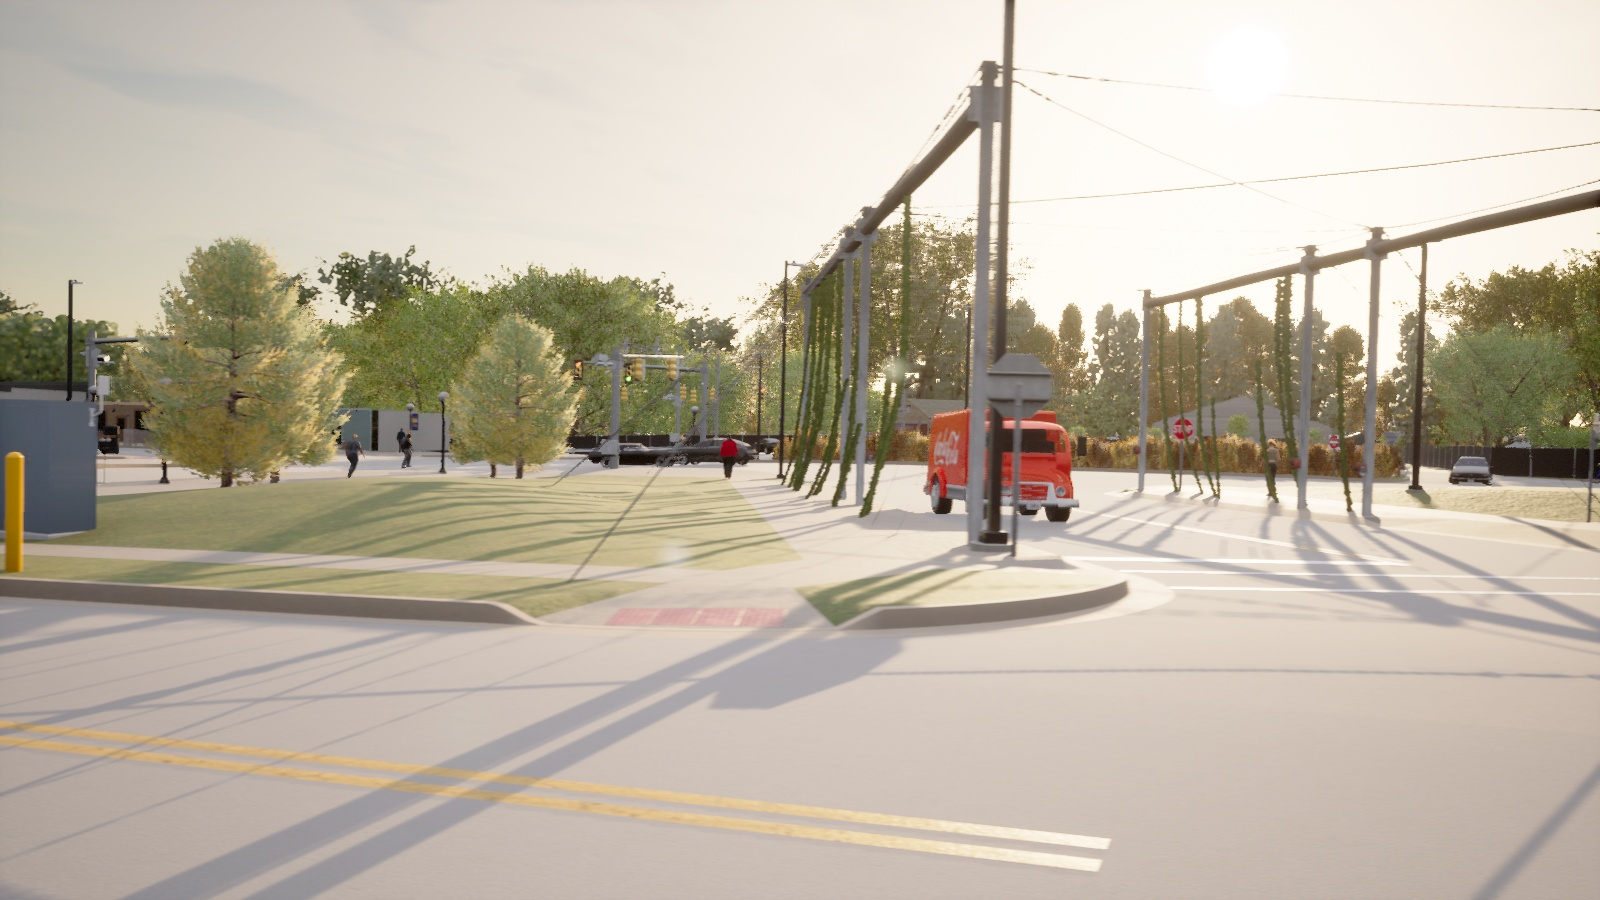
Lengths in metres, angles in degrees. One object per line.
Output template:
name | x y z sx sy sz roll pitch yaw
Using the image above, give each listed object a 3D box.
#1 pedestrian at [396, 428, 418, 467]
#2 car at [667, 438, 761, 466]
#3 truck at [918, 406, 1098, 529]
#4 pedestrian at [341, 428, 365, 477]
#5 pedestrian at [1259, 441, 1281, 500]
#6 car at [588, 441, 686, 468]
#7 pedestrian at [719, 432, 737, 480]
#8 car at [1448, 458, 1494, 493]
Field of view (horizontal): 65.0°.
pedestrian | -19.740 -0.129 63.081 0.849 1.883 0.563 2 2 16
car | -4.750 0.084 69.332 4.892 1.490 1.837 1 1 20
truck | 4.564 0.360 28.619 2.627 2.467 5.204 2 0 -7
pedestrian | -17.448 0.088 49.029 0.540 1.848 0.694 2 2 17
pedestrian | 14.947 0.659 39.943 0.345 1.836 0.594 2 2 -4
car | -8.442 0.232 65.220 4.718 1.301 1.895 0 1 7
pedestrian | -2.836 0.219 49.497 0.634 1.844 0.899 2 2 -4
car | 36.352 1.351 67.948 2.033 1.411 5.357 2 4 29
